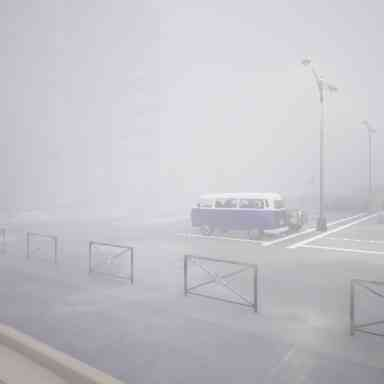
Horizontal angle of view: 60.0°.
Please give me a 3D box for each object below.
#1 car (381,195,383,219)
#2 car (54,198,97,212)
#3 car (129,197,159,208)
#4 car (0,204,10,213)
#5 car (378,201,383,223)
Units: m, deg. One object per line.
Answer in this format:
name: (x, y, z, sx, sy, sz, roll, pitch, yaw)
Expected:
car: (17.224, 1.153, 25.499, 4.605, 1.855, 1.932, 0, 0, 36)
car: (-13.399, 1.422, 38.367, 1.882, 1.535, 5.008, 0, 0, 36)
car: (-6.842, 1.436, 47.478, 2.128, 1.511, 4.902, 0, 0, 36)
car: (-19.452, 1.492, 29.948, 2.033, 1.411, 5.357, 0, 0, 36)
car: (13.977, 1.395, 20.962, 3.806, 1.475, 1.970, 0, 0, 36)
